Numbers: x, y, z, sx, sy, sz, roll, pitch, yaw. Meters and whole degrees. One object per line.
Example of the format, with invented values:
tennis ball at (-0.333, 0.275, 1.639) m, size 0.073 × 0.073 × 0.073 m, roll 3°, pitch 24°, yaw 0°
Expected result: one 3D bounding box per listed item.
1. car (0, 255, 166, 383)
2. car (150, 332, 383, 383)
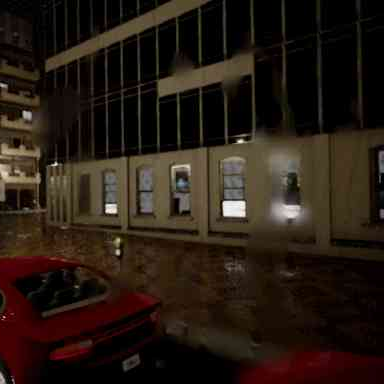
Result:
car at (-2.416, 1.571, 4.609) m, size 4.507 × 1.381 × 1.887 m, roll 0°, pitch -1°, yaw 36°
car at (2.156, 1.538, 1.347) m, size 4.507 × 1.381 × 1.887 m, roll 0°, pitch -1°, yaw 36°
